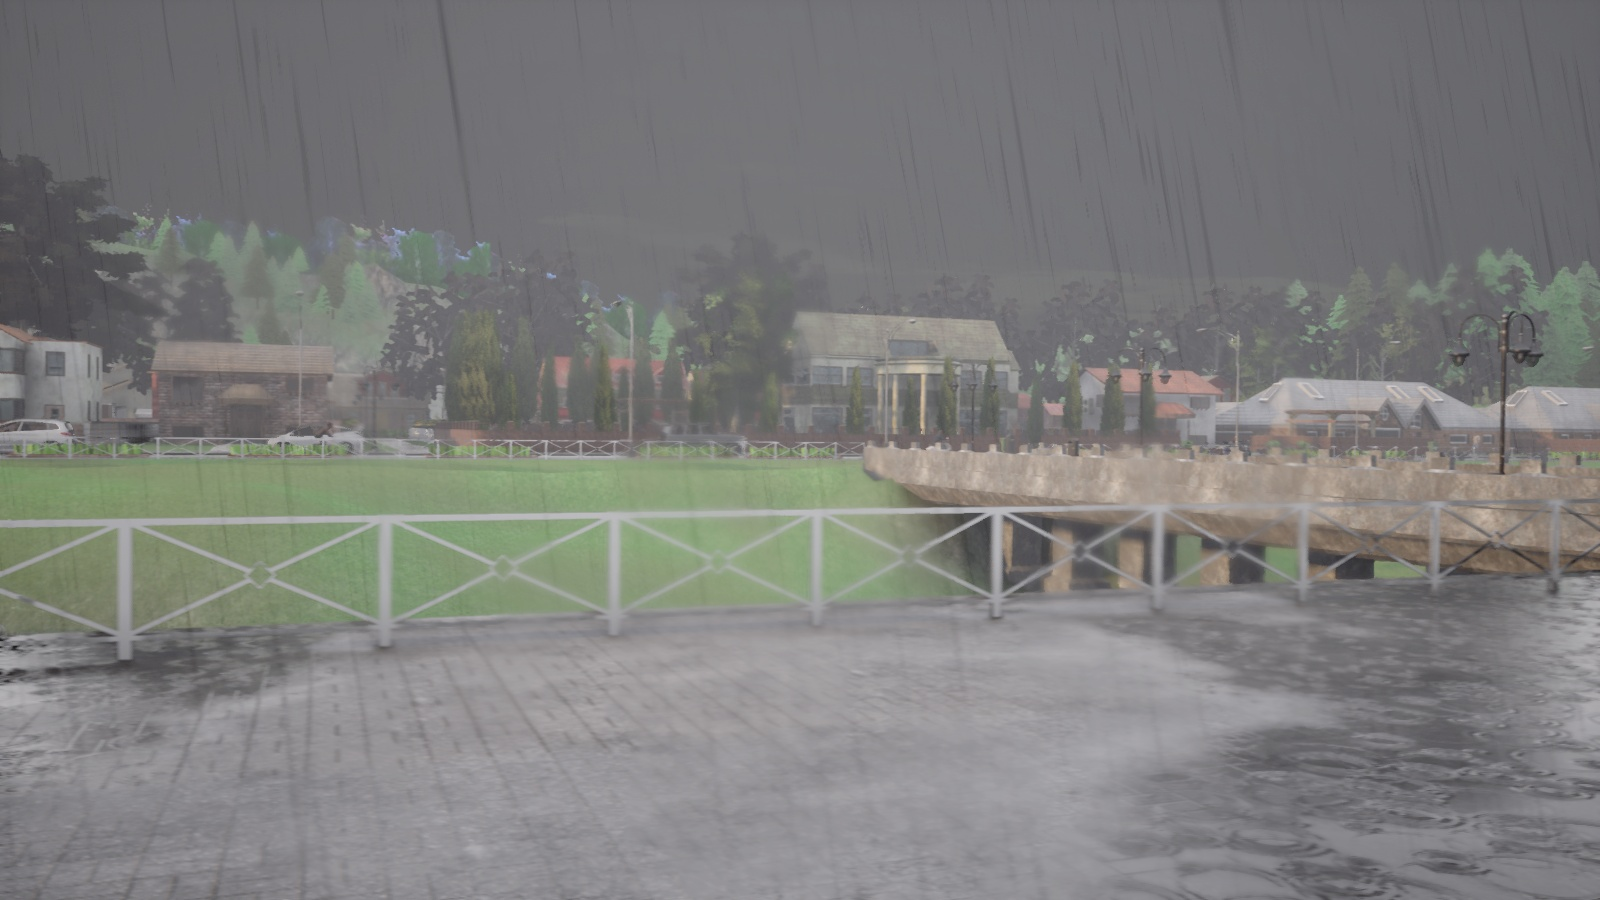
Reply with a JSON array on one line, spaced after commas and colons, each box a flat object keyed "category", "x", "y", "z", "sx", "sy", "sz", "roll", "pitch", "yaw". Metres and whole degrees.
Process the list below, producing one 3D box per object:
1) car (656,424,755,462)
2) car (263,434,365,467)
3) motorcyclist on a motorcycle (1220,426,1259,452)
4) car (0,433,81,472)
[{"category": "car", "x": -4.799, "y": -0.369, "z": 63.651, "sx": 4.605, "sy": 1.855, "sz": 1.932, "roll": -1, "pitch": 1, "yaw": -21}, {"category": "car", "x": -23.521, "y": 0.009, "z": 60.828, "sx": 4.514, "sy": 1.525, "sz": 2.007, "roll": -1, "pitch": 1, "yaw": -21}, {"category": "motorcyclist on a motorcycle", "x": 26.407, "y": -0.681, "z": 75.494, "sx": 2.191, "sy": 1.530, "sz": 0.866, "roll": -1, "pitch": 1, "yaw": -21}, {"category": "car", "x": -35.135, "y": 0.104, "z": 56.420, "sx": 4.611, "sy": 1.667, "sz": 2.242, "roll": -1, "pitch": 1, "yaw": -21}]
